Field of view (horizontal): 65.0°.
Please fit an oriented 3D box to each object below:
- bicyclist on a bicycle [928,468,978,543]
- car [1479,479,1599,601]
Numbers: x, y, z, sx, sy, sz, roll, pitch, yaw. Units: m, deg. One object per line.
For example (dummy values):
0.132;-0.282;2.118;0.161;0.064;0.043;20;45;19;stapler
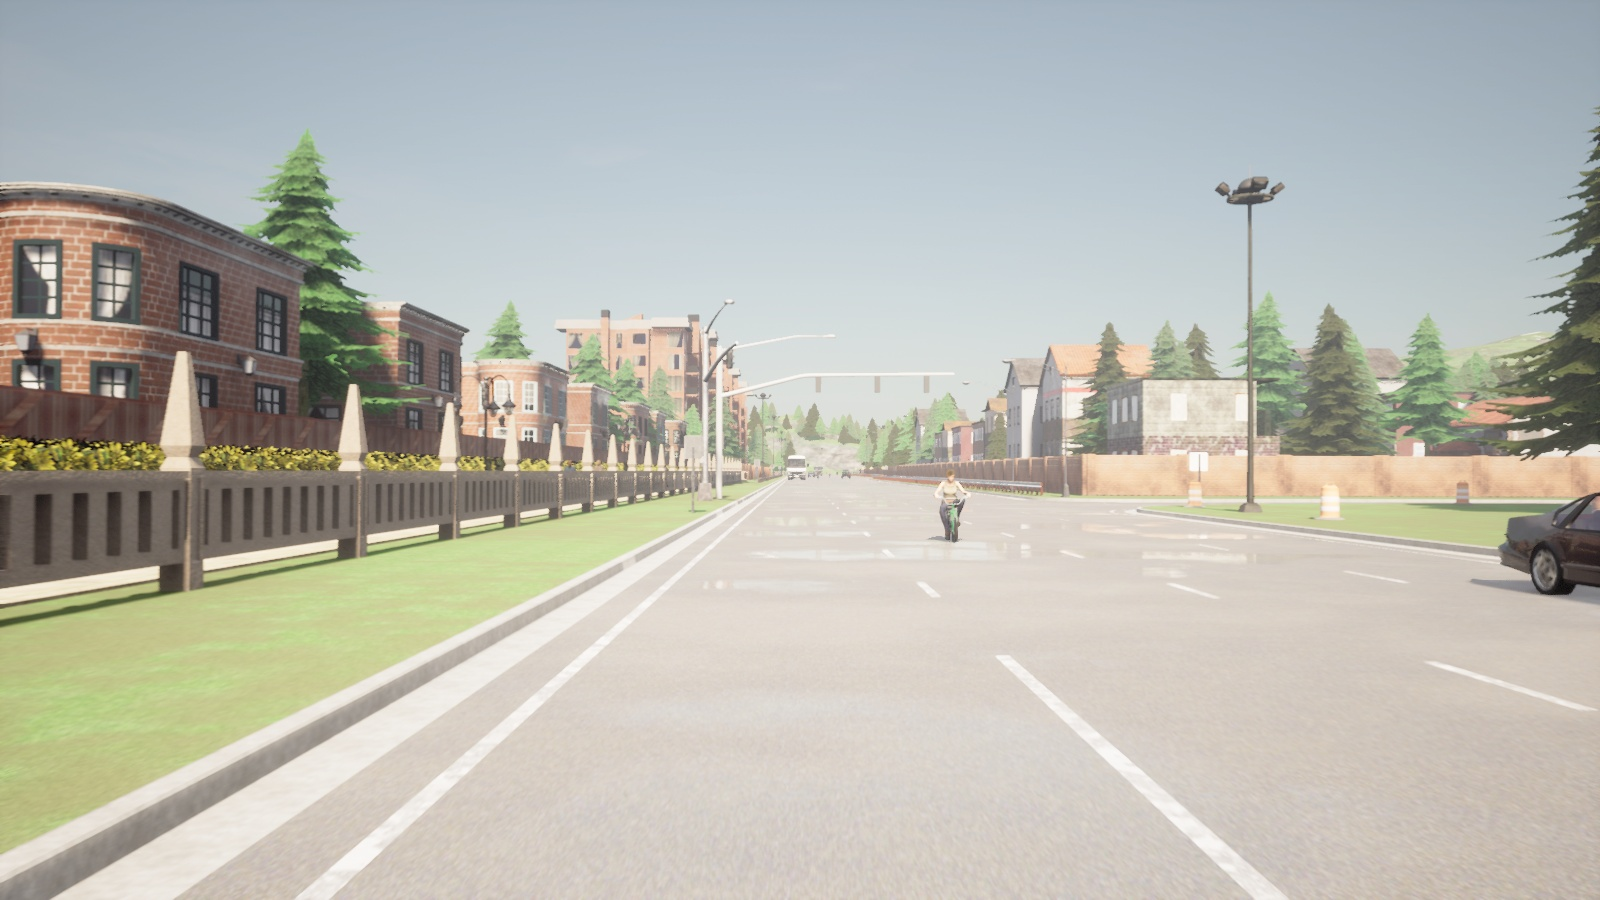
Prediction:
3.357;1.202;27.707;0.866;1.612;1.509;0;-1;-2;bicyclist on a bicycle
10.464;1.067;14.763;2.033;1.411;5.357;0;-1;0;car
